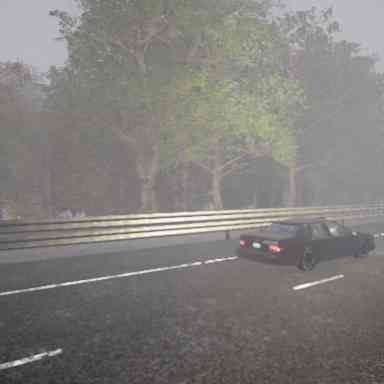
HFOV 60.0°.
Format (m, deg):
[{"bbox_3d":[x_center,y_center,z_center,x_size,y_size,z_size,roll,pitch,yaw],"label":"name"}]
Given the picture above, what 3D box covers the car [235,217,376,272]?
[{"bbox_3d":[3.851,1.550,10.843,5.357,1.411,2.033,0,0,-36],"label":"car"}]
